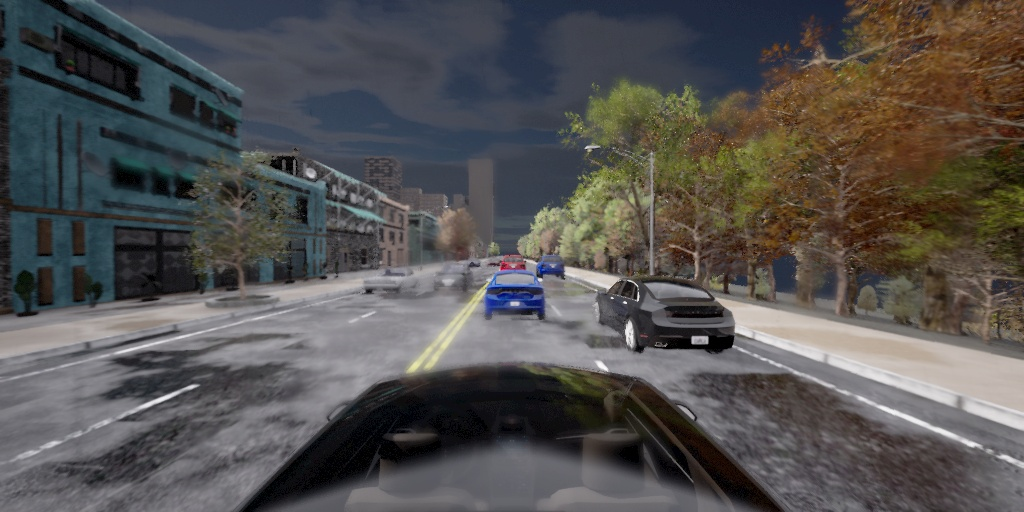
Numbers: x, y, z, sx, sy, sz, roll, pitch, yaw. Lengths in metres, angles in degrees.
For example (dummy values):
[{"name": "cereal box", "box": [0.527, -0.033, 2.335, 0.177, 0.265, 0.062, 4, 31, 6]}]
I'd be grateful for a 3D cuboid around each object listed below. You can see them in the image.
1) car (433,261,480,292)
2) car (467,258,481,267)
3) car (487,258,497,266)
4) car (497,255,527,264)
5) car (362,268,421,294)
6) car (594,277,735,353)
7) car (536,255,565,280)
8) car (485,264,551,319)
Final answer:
[{"name": "car", "box": [-3.349, 1.235, 21.277, 2.128, 1.511, 4.902, 0, 0, 0]}, {"name": "car", "box": [-6.544, 1.079, 61.361, 2.097, 1.767, 4.553, 0, 0, 1]}, {"name": "car", "box": [-3.284, 1.078, 63.150, 2.097, 1.767, 4.553, 0, 0, 1]}, {"name": "car", "box": [0.100, 0.960, 31.676, 2.150, 2.045, 5.566, 0, 0, 0]}, {"name": "car", "box": [-6.600, 1.344, 20.121, 1.895, 1.301, 4.718, 0, 0, 0]}, {"name": "car", "box": [3.349, 1.252, 8.814, 1.837, 1.490, 4.892, 0, 0, 0]}, {"name": "car", "box": [3.351, 0.960, 31.736, 2.150, 2.045, 5.566, 0, 0, 0]}, {"name": "car", "box": [0.100, 1.224, 12.795, 1.882, 1.535, 5.008, 0, 0, 0]}]
